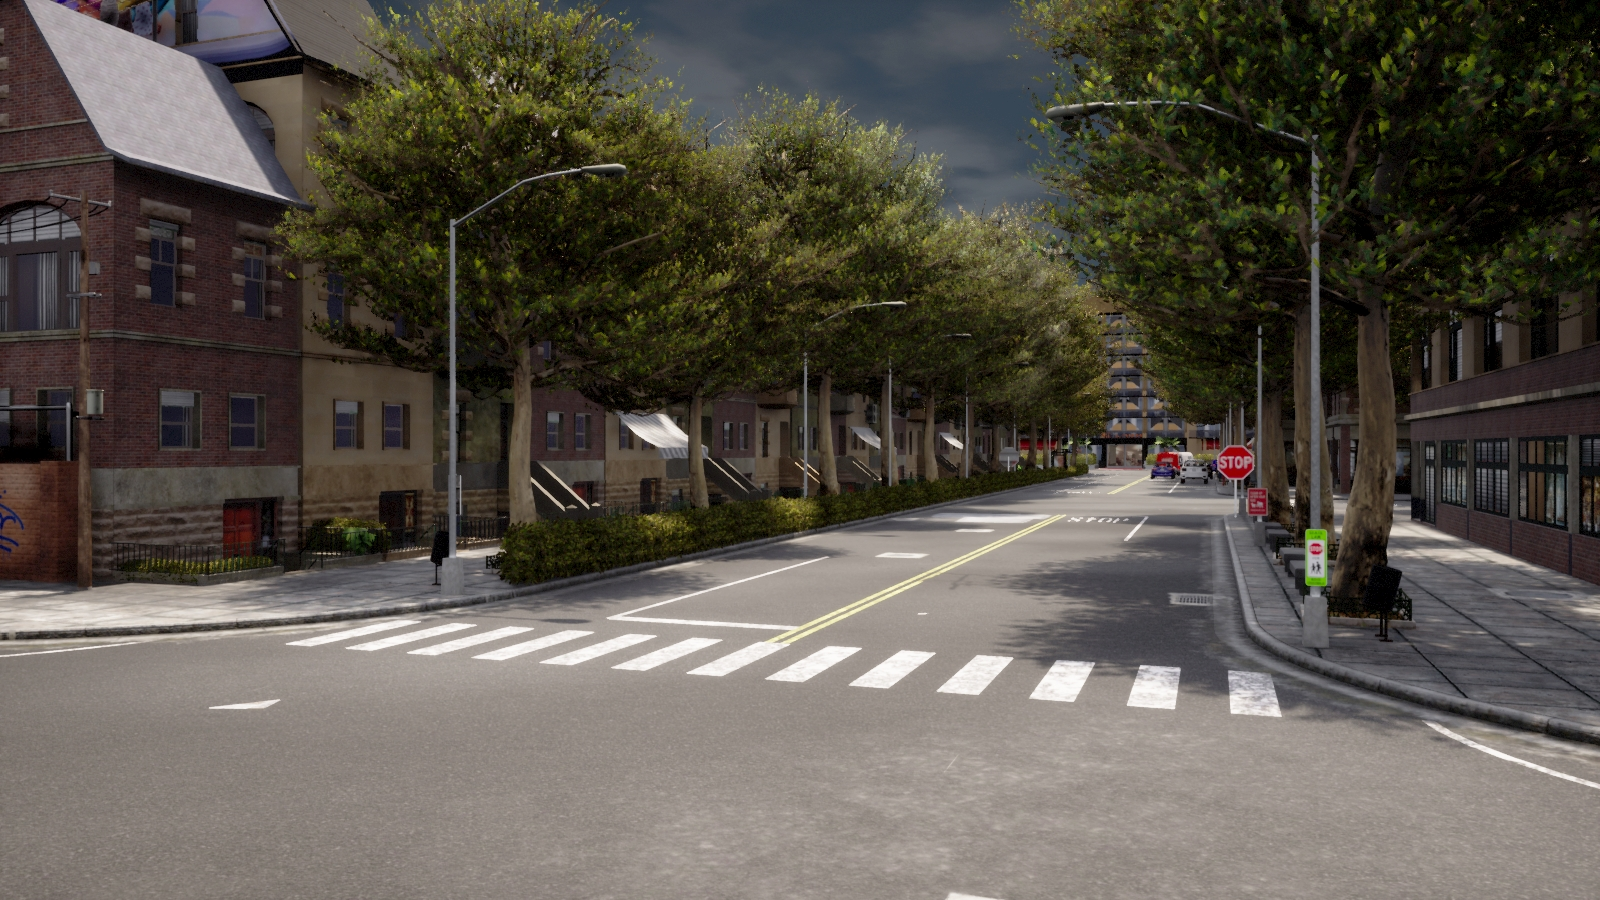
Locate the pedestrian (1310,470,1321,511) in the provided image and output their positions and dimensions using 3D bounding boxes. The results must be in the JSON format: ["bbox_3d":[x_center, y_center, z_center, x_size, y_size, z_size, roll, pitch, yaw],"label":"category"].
[{"bbox_3d":[23.516,1.848,52.116,0.375,1.860,0.375,0,0,37],"label":"pedestrian"}]
